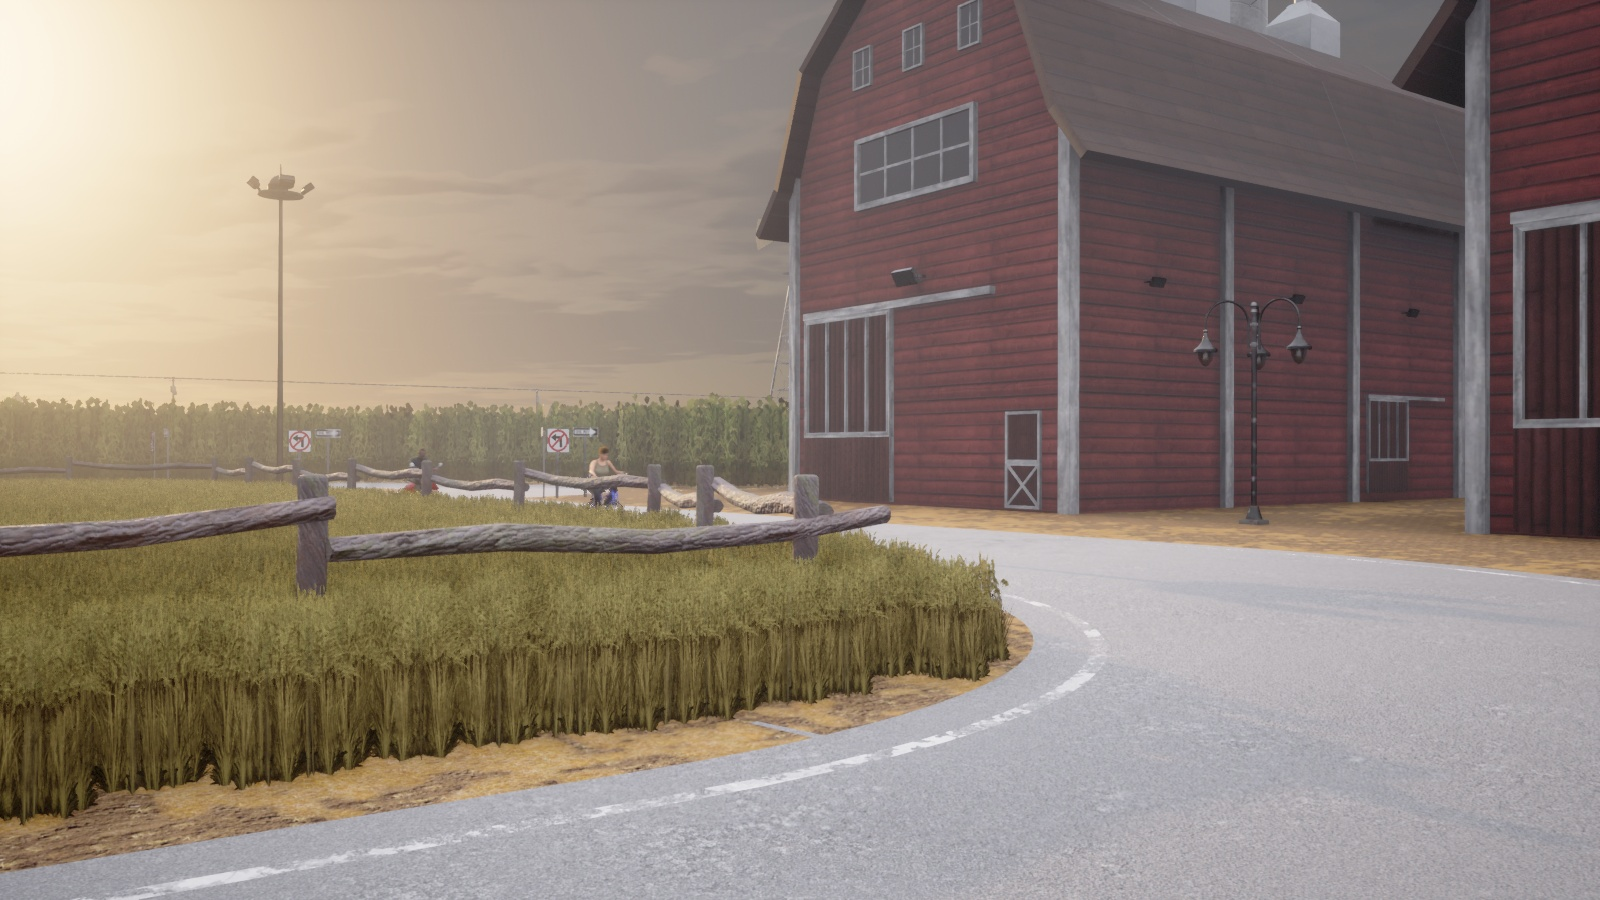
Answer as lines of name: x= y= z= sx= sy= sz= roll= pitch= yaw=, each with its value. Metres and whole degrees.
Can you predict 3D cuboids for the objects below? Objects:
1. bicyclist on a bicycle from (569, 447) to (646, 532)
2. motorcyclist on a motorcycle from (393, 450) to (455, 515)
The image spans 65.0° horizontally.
bicyclist on a bicycle: x=-3.766 y=0.749 z=24.507 sx=0.866 sy=1.612 sz=1.509 roll=0 pitch=0 yaw=-38
motorcyclist on a motorcycle: x=-9.561 y=0.796 z=31.877 sx=0.866 sy=1.590 sz=1.817 roll=0 pitch=0 yaw=-39
